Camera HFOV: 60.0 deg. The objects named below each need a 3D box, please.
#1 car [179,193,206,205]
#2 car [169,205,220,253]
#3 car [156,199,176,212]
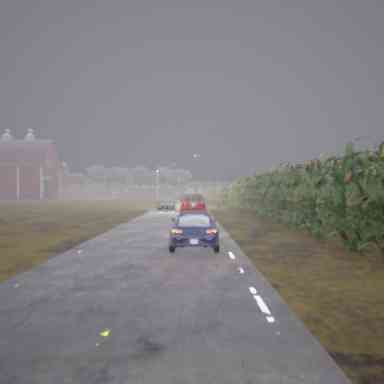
[{"bbox_3d":[0.080,1.119,29.007,2.150,2.045,5.566,0,0,-1],"label":"car"},{"bbox_3d":[0.101,1.465,13.364,1.812,1.442,4.674,0,0,1],"label":"car"},{"bbox_3d":[-2.846,1.479,37.536,1.994,1.385,4.181,0,0,0],"label":"car"}]
